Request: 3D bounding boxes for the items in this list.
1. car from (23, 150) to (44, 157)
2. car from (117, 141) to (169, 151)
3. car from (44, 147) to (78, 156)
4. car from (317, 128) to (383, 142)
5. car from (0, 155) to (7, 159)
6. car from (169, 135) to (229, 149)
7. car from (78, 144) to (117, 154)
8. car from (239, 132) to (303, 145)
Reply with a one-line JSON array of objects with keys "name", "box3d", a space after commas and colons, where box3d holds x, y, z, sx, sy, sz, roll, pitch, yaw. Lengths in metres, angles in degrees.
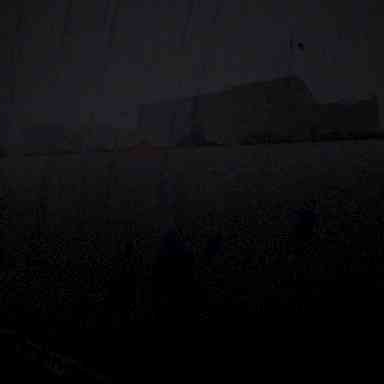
[{"name": "car", "box3d": [-17.861, -4.227, 39.010, 4.892, 1.521, 2.231, 1, 1, 34]}, {"name": "car", "box3d": [-3.937, -3.868, 29.953, 5.008, 1.535, 2.097, 2, 1, 32]}, {"name": "car", "box3d": [-13.295, -4.121, 35.911, 4.892, 1.521, 2.231, 1, 1, 34]}, {"name": "car", "box3d": [10.672, -3.438, 21.730, 4.674, 1.452, 2.002, 2, 1, 28]}, {"name": "car", "box3d": [-26.901, -4.538, 45.168, 4.553, 1.767, 2.185, 1, 1, 34]}, {"name": "car", "box3d": [0.817, -3.864, 27.137, 4.553, 1.767, 2.185, 2, 1, 31]}, {"name": "car", "box3d": [-8.649, -3.957, 32.882, 4.674, 1.452, 2.002, 2, 1, 33]}, {"name": "car", "box3d": [5.808, -3.576, 24.337, 4.792, 1.488, 2.163, 1, 1, 29]}]
